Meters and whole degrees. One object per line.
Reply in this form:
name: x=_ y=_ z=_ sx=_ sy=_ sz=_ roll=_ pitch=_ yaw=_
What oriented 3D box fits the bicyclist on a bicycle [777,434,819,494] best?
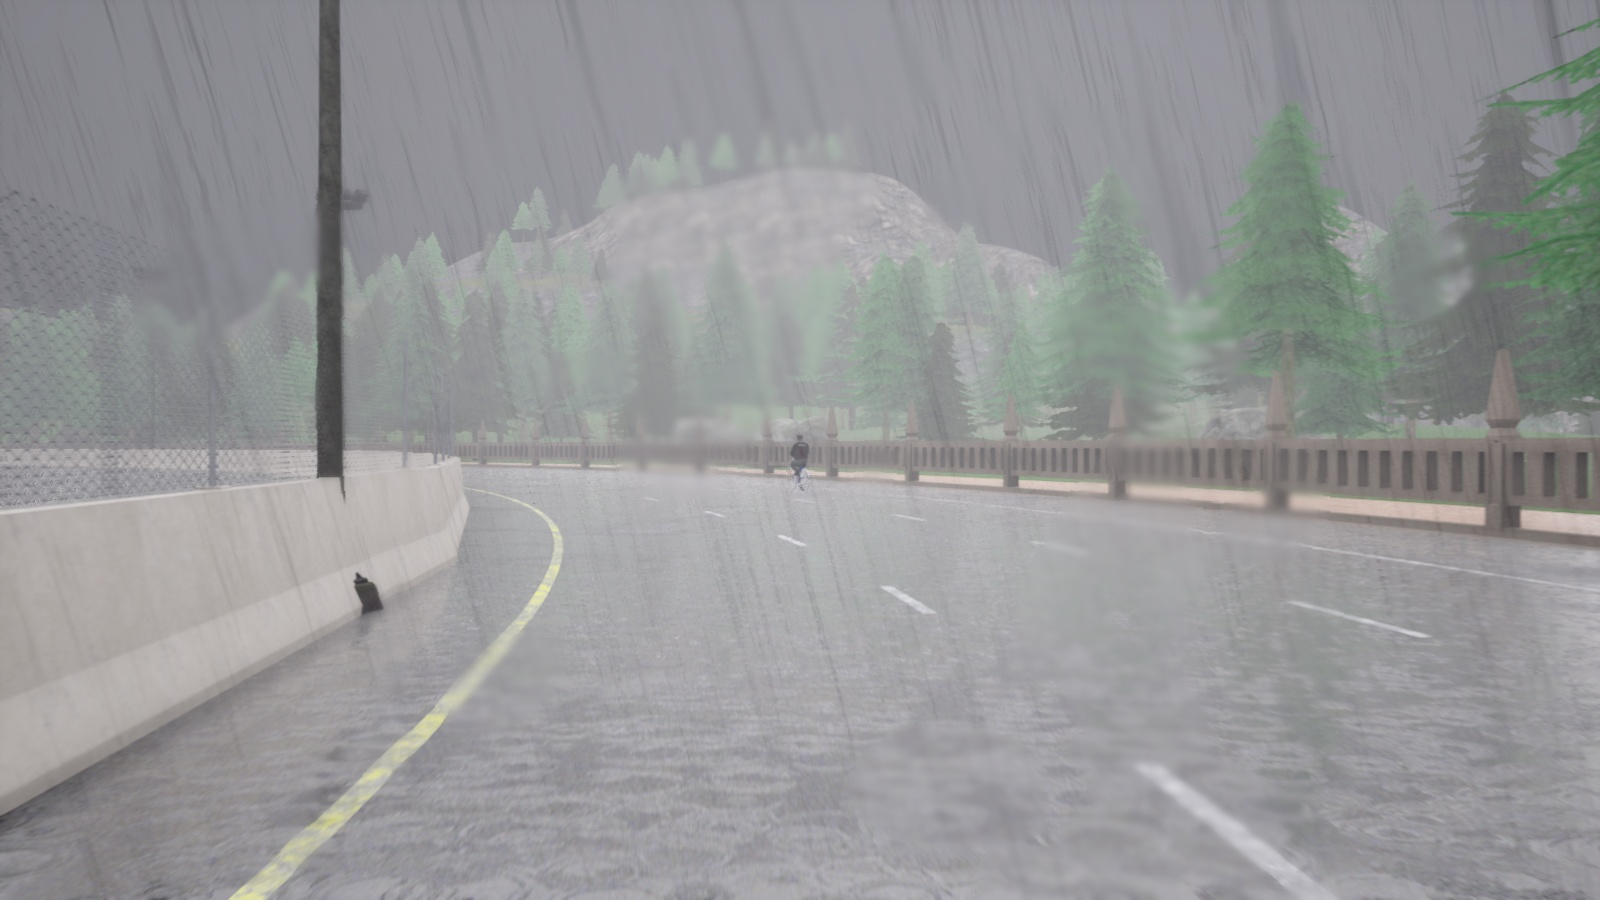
bicyclist on a bicycle: x=-0.083 y=0.403 z=37.989 sx=0.659 sy=1.776 sz=1.843 roll=-1 pitch=1 yaw=-21
